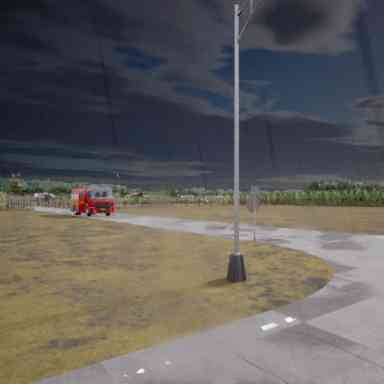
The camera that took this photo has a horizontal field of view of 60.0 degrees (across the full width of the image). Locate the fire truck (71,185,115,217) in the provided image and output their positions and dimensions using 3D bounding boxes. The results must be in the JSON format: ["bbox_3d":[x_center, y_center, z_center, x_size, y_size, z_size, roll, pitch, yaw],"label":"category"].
[{"bbox_3d":[-12.792,1.072,42.212,2.891,3.827,8.468,0,-1,-35],"label":"fire truck"}]
